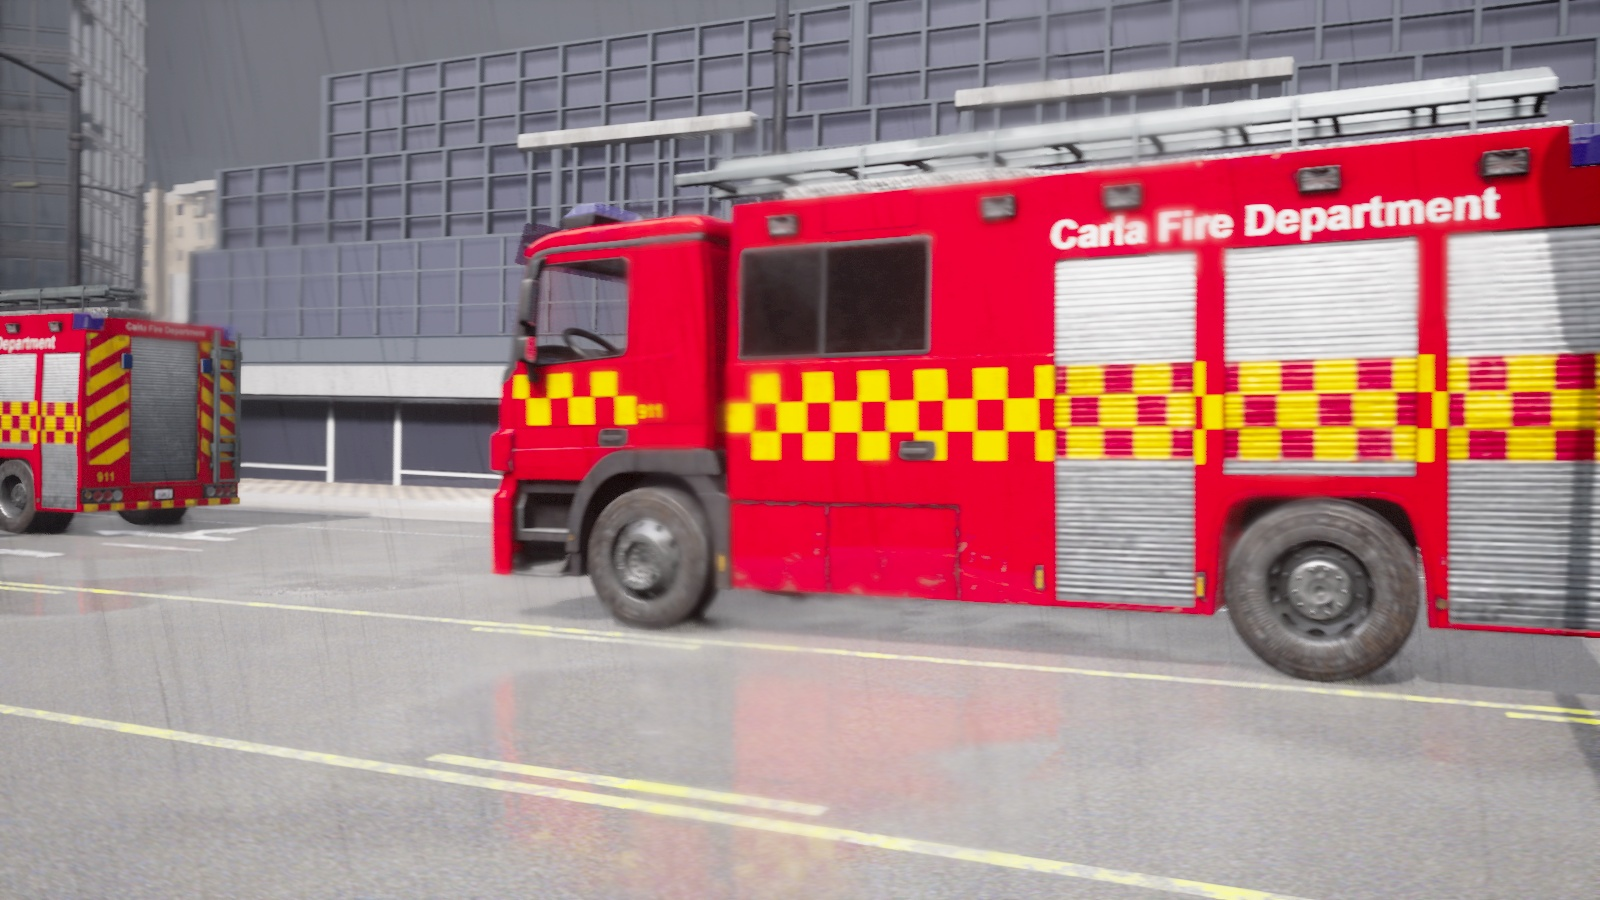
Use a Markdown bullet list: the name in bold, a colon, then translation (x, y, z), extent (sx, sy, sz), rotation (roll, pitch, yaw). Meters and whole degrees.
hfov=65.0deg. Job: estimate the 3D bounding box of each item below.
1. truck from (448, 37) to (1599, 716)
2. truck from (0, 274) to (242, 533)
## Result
- **truck**: translation (1.390, -0.460, 10.254), extent (8.468, 3.827, 2.891), rotation (1, 1, 27)
- **truck**: translation (-13.874, -0.796, 21.751), extent (8.468, 3.827, 2.891), rotation (2, 1, 26)
